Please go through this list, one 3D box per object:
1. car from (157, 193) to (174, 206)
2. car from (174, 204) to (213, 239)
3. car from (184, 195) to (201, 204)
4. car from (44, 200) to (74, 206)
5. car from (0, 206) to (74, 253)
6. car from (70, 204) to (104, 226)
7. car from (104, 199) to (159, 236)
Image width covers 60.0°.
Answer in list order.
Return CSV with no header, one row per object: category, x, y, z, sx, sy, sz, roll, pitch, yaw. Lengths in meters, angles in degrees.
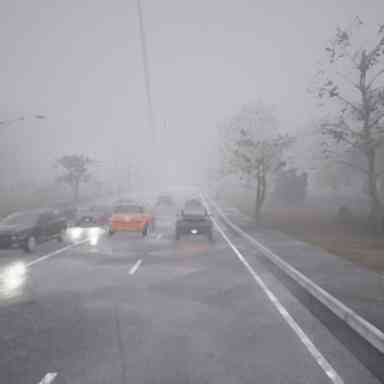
car,-3.425,0.919,42.834,1.837,1.490,4.892,0,3,0
car,0.103,1.632,18.144,1.837,1.490,4.892,0,0,0
car,0.094,1.090,39.442,1.812,1.442,4.674,0,3,0
car,-10.520,1.439,25.859,2.097,1.767,4.553,0,1,1
car,-7.087,1.579,14.471,1.882,1.535,5.008,0,0,0
car,-7.035,1.676,24.399,1.994,1.385,4.181,0,1,1
car,-3.396,1.486,19.537,2.097,1.767,4.553,0,0,0
